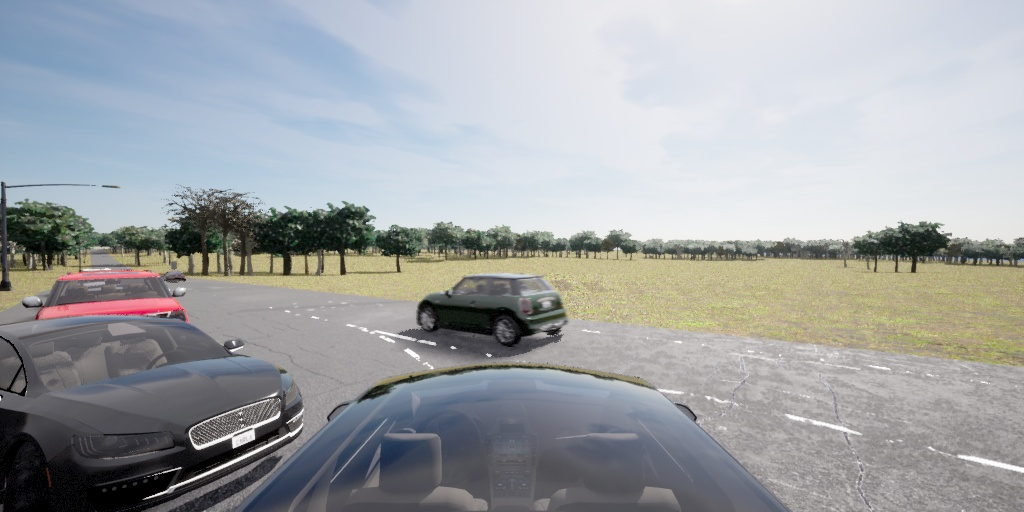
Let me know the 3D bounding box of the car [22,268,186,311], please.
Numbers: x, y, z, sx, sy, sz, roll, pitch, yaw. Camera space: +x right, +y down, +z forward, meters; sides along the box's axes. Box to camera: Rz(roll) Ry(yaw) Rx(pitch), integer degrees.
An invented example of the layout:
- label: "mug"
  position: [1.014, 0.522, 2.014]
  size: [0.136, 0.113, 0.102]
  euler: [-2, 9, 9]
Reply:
- label: "car"
  position: [-9.544, 1.385, 8.565]
  size: [5.566, 2.045, 2.150]
  euler: [-2, 0, 40]

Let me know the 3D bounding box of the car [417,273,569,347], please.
- label: "car"
  position: [-0.749, 1.287, 10.287]
  size: [4.553, 1.767, 2.097]
  euler: [-2, -1, 40]

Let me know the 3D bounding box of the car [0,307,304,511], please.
- label: "car"
  position: [-4.593, 1.445, 3.962]
  size: [4.892, 1.490, 1.837]
  euler: [-3, -3, 21]
